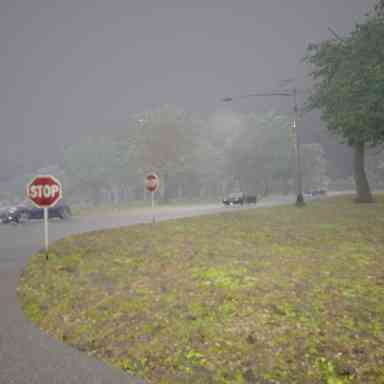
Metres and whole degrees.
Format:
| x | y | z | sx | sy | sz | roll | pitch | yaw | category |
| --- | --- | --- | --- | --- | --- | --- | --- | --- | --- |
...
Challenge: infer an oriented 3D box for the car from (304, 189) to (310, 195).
| x | y | z | sx | sy | sz | roll | pitch | yaw | category |
| --- | --- | --- | --- | --- | --- | --- | --- | --- | --- |
| 28.038 | -0.010 | 78.890 | 1.895 | 1.301 | 4.718 | -3 | -1 | 34 | car |

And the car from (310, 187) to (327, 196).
| x | y | z | sx | sy | sz | roll | pitch | yaw | category |
| --- | --- | --- | --- | --- | --- | --- | --- | --- | --- |
| 24.412 | -0.227 | 63.257 | 2.097 | 1.767 | 4.553 | -3 | -1 | 27 | car |

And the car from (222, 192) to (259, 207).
| x | y | z | sx | sy | sz | roll | pitch | yaw | category |
| --- | --- | --- | --- | --- | --- | --- | --- | --- | --- |
| 4.850 | 0.684 | 32.354 | 1.895 | 1.301 | 4.718 | -3 | -1 | 34 | car |

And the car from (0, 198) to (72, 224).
| x | y | z | sx | sy | sz | roll | pitch | yaw | category |
| --- | --- | --- | --- | --- | --- | --- | --- | --- | --- |
| -10.505 | 1.107 | 22.238 | 2.097 | 1.767 | 4.553 | -3 | -1 | 34 | car |
